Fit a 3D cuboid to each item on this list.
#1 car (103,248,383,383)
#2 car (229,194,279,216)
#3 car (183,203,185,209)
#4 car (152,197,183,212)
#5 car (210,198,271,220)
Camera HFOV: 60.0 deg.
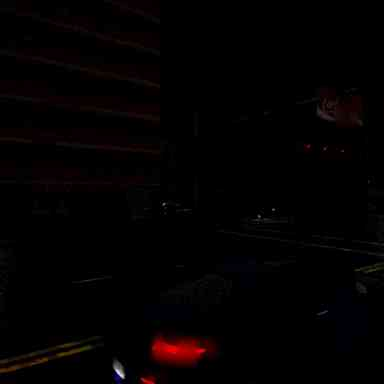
[{"bbox_3d":[1.162,1.525,4.570,4.674,1.442,1.812,0,0,-36],"label":"car"},{"bbox_3d":[5.630,1.215,31.789,2.150,2.045,5.566,0,0,-36],"label":"car"},{"bbox_3d":[-2.732,1.558,43.424,1.994,1.385,4.181,0,0,-35],"label":"car"},{"bbox_3d":[-3.462,1.346,38.424,2.097,1.767,4.553,0,0,-36],"label":"car"},{"bbox_3d":[3.765,1.543,28.390,2.033,1.411,5.357,0,0,-36],"label":"car"}]
